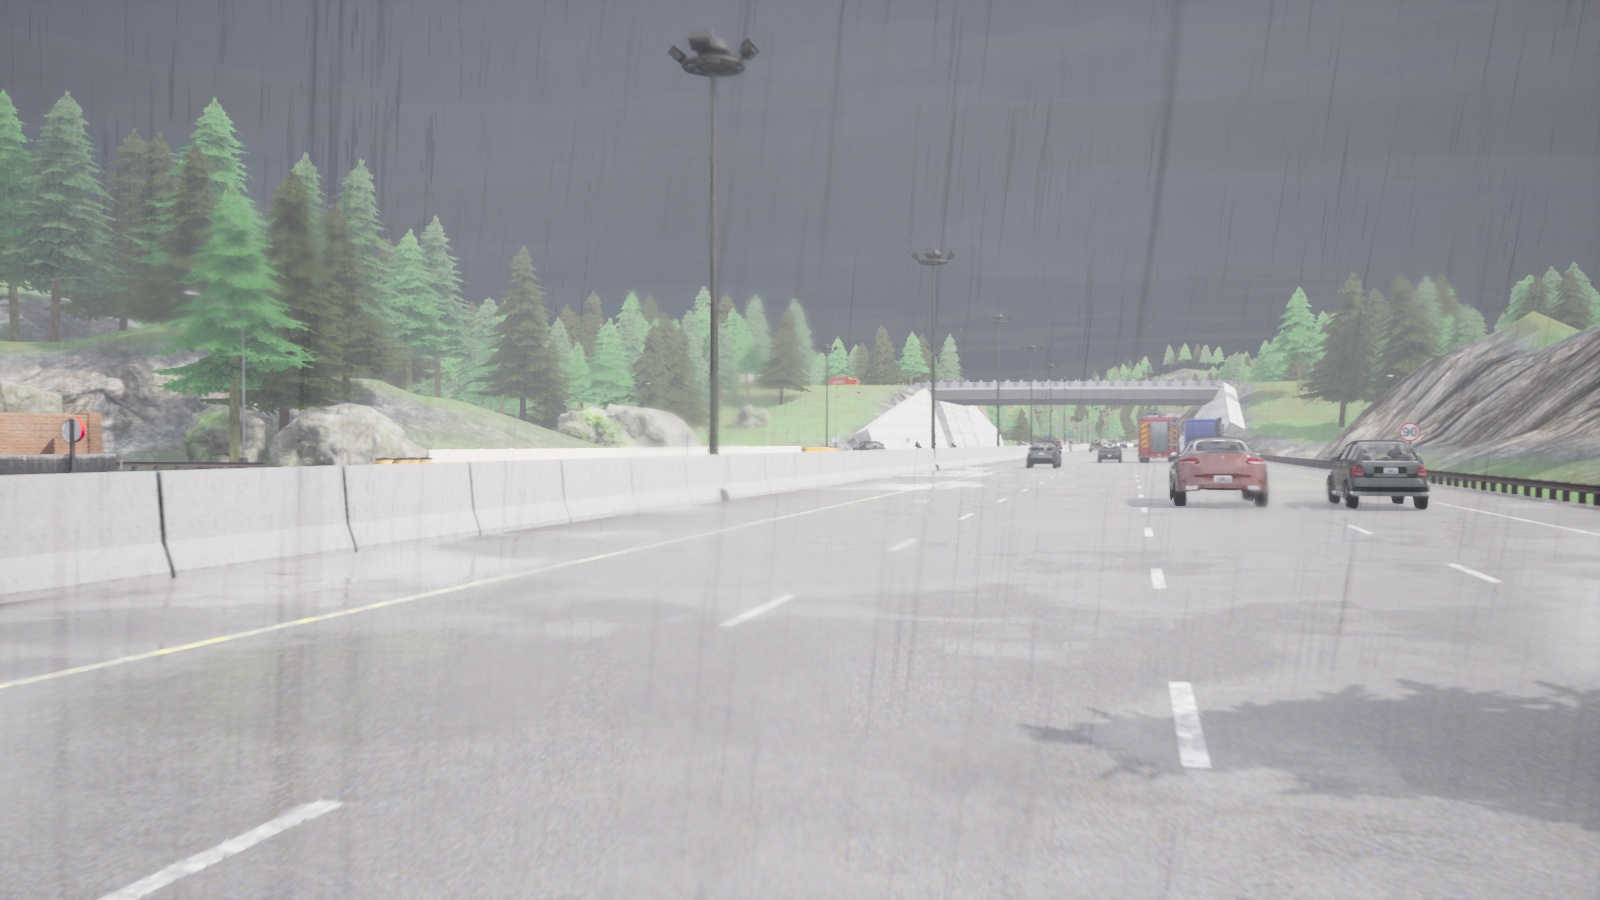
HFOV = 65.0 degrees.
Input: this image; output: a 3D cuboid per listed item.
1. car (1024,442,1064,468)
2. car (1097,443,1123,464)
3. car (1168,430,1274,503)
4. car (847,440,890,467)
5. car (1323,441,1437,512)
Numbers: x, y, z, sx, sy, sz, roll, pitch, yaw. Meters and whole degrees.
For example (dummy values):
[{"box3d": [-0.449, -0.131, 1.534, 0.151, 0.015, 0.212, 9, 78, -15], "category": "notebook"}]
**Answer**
[{"box3d": [14.522, 0.283, 74.601, 2.007, 1.525, 4.514, 0, 0, 15], "category": "car"}, {"box3d": [23.345, 0.246, 94.380, 1.816, 1.474, 4.193, 0, 0, 15], "category": "car"}, {"box3d": [10.305, 0.358, 31.051, 2.152, 1.651, 5.027, 0, 0, 15], "category": "car"}, {"box3d": [4.206, 0.215, 76.655, 1.851, 1.617, 3.988, 0, 0, 15], "category": "car"}, {"box3d": [13.484, 0.570, 29.384, 1.789, 1.549, 3.705, 0, 0, 15], "category": "car"}]
